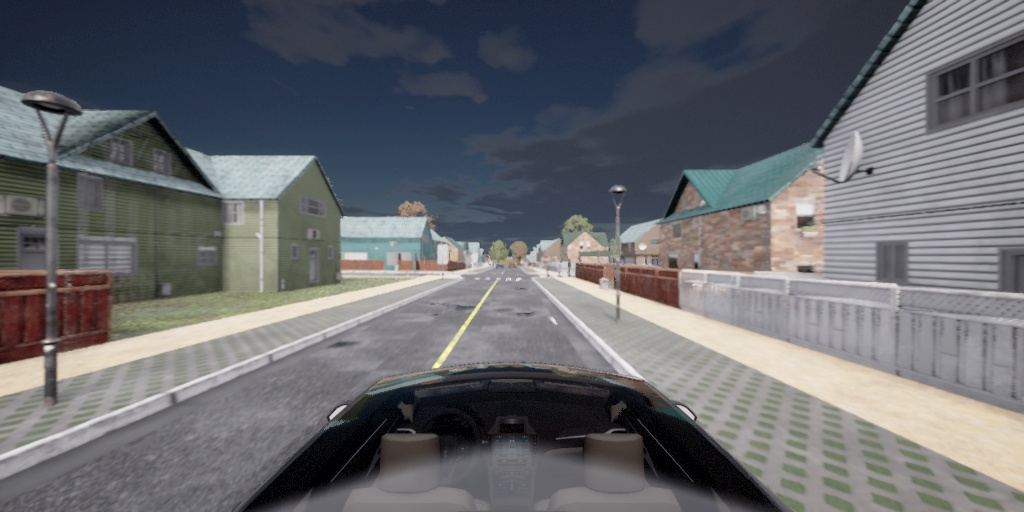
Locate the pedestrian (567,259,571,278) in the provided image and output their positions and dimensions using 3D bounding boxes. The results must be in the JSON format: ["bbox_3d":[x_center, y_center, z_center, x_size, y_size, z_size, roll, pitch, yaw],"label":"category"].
[{"bbox_3d":[5.517,1.170,34.779,0.375,1.860,0.375,-1,0,0],"label":"pedestrian"}]

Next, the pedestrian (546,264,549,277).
[{"bbox_3d":[3.516,1.167,35.380,0.375,1.860,0.375,-1,0,0],"label":"pedestrian"}]

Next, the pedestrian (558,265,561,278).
[{"bbox_3d":[4.517,1.425,34.180,0.375,1.300,0.375,-1,0,0],"label":"pedestrian"}]
